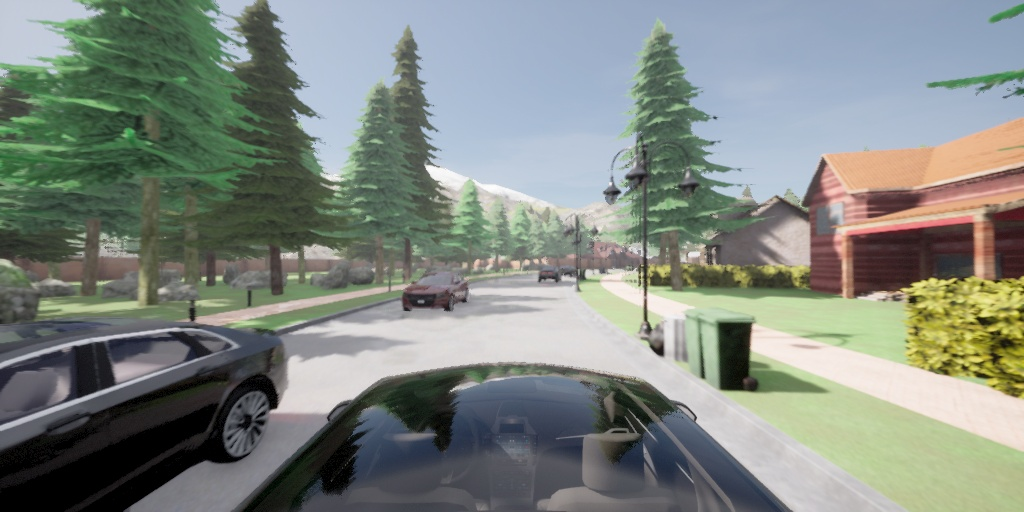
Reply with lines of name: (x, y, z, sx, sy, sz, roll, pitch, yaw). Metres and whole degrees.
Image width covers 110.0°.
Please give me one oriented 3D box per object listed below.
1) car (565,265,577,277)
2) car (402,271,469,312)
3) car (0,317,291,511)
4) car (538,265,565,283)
car: (6.979, 1.897, 45.287, 1.837, 1.490, 4.892, 0, -1, 20)
car: (-3.125, 1.430, 15.528, 1.882, 1.535, 5.008, 0, -1, 4)
car: (-3.550, 1.248, 2.212, 2.128, 1.511, 4.902, 0, -1, 1)
car: (3.739, 1.740, 34.740, 1.837, 1.490, 4.892, 0, -1, 14)
